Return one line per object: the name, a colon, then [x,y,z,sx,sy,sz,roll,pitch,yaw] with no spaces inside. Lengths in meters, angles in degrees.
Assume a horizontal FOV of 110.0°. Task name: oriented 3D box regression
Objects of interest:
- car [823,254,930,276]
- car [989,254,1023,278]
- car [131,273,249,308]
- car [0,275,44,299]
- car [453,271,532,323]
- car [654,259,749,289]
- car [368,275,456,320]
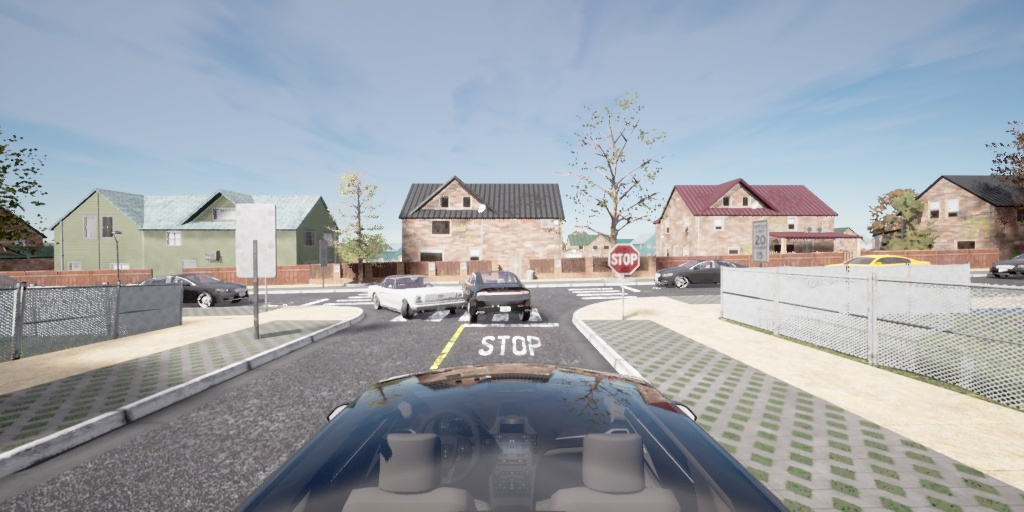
car: [19.759,0.689,19.624,5.008,1.535,1.882,-1,1,-1]
car: [29.383,0.476,19.662,4.902,1.511,2.128,-1,1,0]
car: [-14.904,1.566,16.531,4.902,1.511,2.128,-1,1,0]
car: [-24.241,1.647,16.489,4.553,1.767,2.097,-1,1,0]
car: [-0.687,1.242,12.178,2.128,1.511,4.902,0,0,-12]
car: [10.328,0.924,19.587,4.902,1.511,2.128,-1,1,0]
car: [-3.603,1.367,13.037,1.895,1.301,4.718,0,0,-38]
